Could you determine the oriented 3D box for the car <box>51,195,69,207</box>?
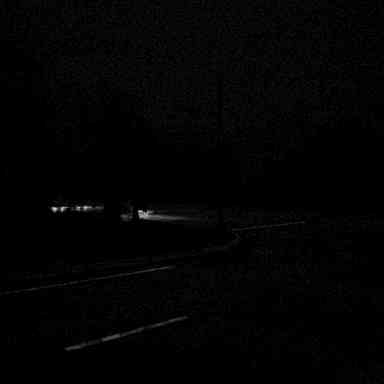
[{"bbox_3d":[-20.981,1.477,50.608,2.128,1.511,4.902,-1,0,-39],"label":"car"}]

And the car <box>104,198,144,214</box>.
[{"bbox_3d":[-7.174,1.375,33.321,2.128,1.511,4.902,-1,0,-39],"label":"car"}]

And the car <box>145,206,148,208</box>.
[{"bbox_3d":[-7.245,1.399,39.002,2.033,1.411,5.357,-1,0,-39],"label":"car"}]

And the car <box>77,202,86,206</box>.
[{"bbox_3d":[-18.573,1.471,53.206,2.128,1.511,4.902,-1,0,-39],"label":"car"}]
